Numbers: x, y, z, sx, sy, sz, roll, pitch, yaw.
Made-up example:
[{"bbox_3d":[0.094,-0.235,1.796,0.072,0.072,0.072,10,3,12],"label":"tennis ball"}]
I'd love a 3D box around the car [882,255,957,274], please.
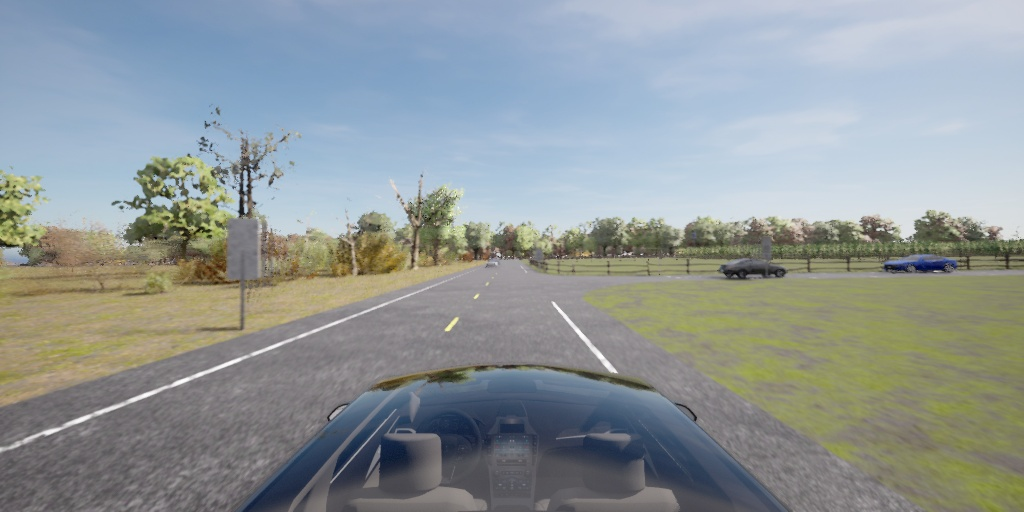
[{"bbox_3d":[34.424,0.660,30.376,5.008,1.535,1.882,-1,-1,0],"label":"car"}]

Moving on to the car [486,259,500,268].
[{"bbox_3d":[-3.511,1.338,62.125,1.895,1.301,4.718,0,0,1],"label":"car"}]

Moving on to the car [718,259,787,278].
[{"bbox_3d":[18.339,0.935,27.435,4.674,1.442,1.812,-1,-1,0],"label":"car"}]
